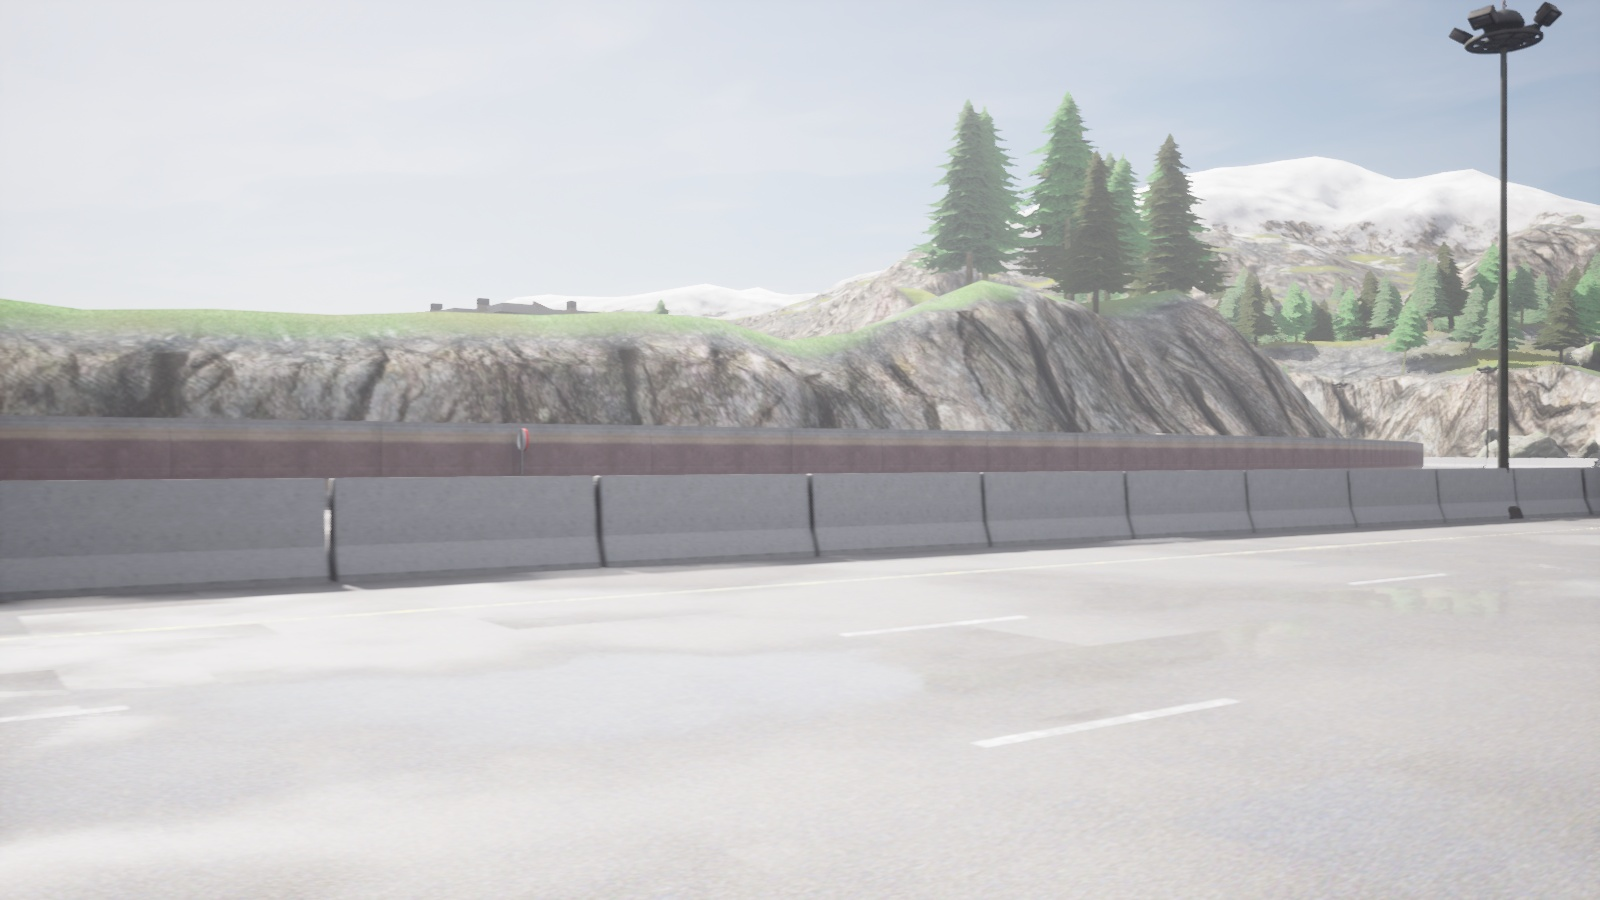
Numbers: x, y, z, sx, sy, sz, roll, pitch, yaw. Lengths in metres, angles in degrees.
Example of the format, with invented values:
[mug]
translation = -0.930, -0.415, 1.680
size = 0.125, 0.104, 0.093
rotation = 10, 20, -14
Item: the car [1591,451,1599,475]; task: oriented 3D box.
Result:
[car]
translation = 53.467, 0.834, 82.728
size = 2.128, 1.511, 4.902
rotation = 0, 0, 30
